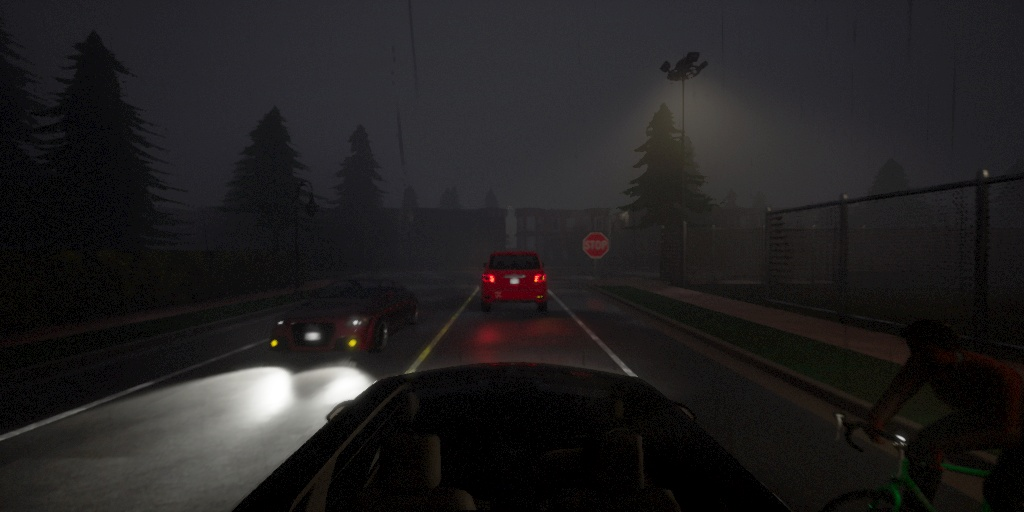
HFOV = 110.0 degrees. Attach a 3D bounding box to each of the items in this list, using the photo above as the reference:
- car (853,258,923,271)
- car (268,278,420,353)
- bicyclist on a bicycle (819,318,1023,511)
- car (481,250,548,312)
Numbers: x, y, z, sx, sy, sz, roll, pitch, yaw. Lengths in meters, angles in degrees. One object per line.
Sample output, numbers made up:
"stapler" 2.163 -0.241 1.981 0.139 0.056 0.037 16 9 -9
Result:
"car" 33.653 0.817 32.267 4.718 1.301 1.895 0 1 0
"car" -3.584 1.224 8.442 1.994 1.385 4.181 0 1 0
"bicyclist on a bicycle" 2.443 1.172 1.976 1.656 1.620 0.582 0 1 0
"car" 0.067 0.804 13.352 2.150 2.045 5.566 0 1 0
